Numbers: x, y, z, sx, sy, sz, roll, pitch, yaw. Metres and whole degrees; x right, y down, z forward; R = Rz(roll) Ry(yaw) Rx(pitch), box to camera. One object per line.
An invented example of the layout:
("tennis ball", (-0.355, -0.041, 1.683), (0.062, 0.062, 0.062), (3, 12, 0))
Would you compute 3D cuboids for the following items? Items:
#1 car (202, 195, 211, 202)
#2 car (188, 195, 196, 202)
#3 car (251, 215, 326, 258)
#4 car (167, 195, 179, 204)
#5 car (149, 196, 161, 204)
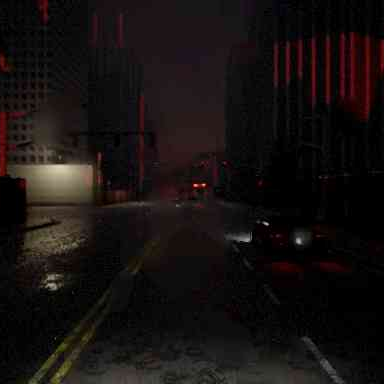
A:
("car", (3.466, 1.471, 77.712), (1.812, 1.442, 4.674), (0, 0, 0))
("car", (-0.034, 1.487, 77.710), (2.033, 1.411, 5.357), (0, 0, 0))
("car", (3.540, 1.579, 12.885), (1.994, 1.385, 4.181), (0, 0, 1))
("car", (-3.545, 1.426, 64.051), (2.097, 1.767, 4.553), (0, 0, 0))
("car", (-7.043, 1.569, 63.962), (2.128, 1.511, 4.902), (0, 0, 0))
